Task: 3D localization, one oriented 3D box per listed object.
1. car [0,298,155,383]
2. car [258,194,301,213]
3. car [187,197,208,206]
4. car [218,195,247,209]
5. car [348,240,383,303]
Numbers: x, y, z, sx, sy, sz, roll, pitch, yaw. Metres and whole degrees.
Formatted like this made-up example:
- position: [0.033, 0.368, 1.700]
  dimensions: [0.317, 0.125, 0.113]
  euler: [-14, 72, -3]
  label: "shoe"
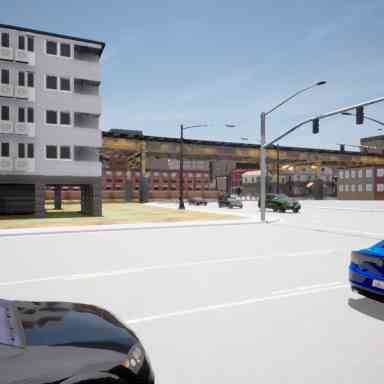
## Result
- position: [-2.423, 1.564, 2.754]
  dimensions: [4.181, 1.385, 1.994]
  euler: [0, 0, -32]
  label: "car"
- position: [9.641, 1.222, 37.280]
  dimensions: [2.150, 2.045, 5.566]
  euler: [0, 0, -26]
  label: "car"
- position: [0.846, 1.547, 55.884]
  dimensions: [2.033, 1.411, 5.357]
  euler: [0, 0, -20]
  label: "car"
- position: [5.267, 1.526, 46.433]
  dimensions: [1.812, 1.442, 4.674]
  euler: [0, 0, -25]
  label: "car"
- position: [5.554, 1.478, 6.907]
  dimensions: [5.008, 1.535, 1.882]
  euler: [0, 0, -25]
  label: "car"
